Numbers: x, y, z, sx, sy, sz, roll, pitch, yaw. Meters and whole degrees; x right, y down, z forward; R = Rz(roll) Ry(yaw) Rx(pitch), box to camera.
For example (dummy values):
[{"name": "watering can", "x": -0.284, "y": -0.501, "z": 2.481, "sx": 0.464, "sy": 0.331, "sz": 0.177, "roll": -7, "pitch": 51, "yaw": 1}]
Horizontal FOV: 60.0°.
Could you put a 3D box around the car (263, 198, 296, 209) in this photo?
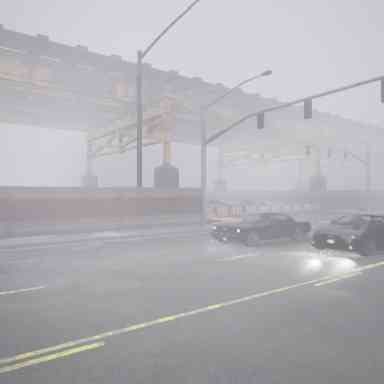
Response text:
[{"name": "car", "x": 9.985, "y": 1.295, "z": 40.165, "sx": 4.536, "sy": 1.218, "sz": 1.853, "roll": 0, "pitch": 0, "yaw": -7}]

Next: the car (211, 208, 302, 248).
[{"name": "car", "x": 3.141, "y": 1.601, "z": 14.827, "sx": 4.718, "sy": 1.301, "sz": 1.895, "roll": 0, "pitch": 0, "yaw": -35}]

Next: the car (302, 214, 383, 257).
[{"name": "car", "x": 6.545, "y": 1.564, "z": 12.956, "sx": 4.181, "sy": 1.385, "sz": 1.994, "roll": 0, "pitch": 0, "yaw": -35}]

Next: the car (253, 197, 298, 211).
[{"name": "car", "x": 10.036, "y": 1.453, "z": 40.171, "sx": 4.974, "sy": 1.542, "sz": 2.038, "roll": 0, "pitch": 0, "yaw": -7}]

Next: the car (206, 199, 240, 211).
[{"name": "car", "x": 2.327, "y": 1.295, "z": 33.736, "sx": 4.536, "sy": 1.218, "sz": 1.853, "roll": 0, "pitch": 0, "yaw": 8}]

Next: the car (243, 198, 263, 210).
[{"name": "car", "x": 6.125, "y": 1.453, "z": 36.413, "sx": 2.038, "sy": 1.542, "sz": 4.974, "roll": 0, "pitch": 0, "yaw": 18}]

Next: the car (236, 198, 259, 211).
[{"name": "car", "x": 6.141, "y": 1.295, "z": 36.462, "sx": 1.853, "sy": 1.218, "sz": 4.536, "roll": 0, "pitch": 0, "yaw": 18}]

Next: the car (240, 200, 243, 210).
[{"name": "car", "x": 2.379, "y": 1.453, "z": 33.729, "sx": 4.974, "sy": 1.542, "sz": 2.038, "roll": 0, "pitch": 0, "yaw": 8}]
